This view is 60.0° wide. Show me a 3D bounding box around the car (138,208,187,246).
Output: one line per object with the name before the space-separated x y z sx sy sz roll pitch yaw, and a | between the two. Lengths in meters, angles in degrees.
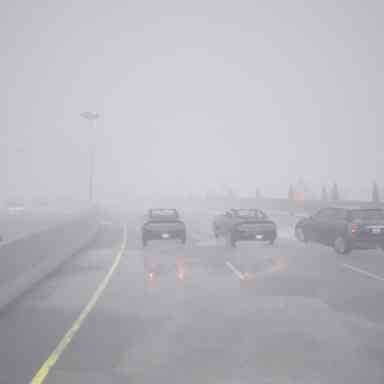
car | -1.403 1.488 15.380 2.128 1.511 4.902 0 0 -9

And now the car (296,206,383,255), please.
car | 5.957 1.324 13.332 2.097 1.767 4.553 0 0 -7

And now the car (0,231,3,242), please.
car | -8.016 1.587 10.944 1.994 1.385 4.181 0 0 -8

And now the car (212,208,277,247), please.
car | 2.185 1.476 14.992 2.128 1.511 4.902 0 0 -9

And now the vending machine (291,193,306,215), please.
vending machine | 10.146 1.142 31.762 1.100 2.100 0.880 0 0 -16

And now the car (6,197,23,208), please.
car | -27.241 1.562 51.054 2.128 1.511 4.902 0 0 -35

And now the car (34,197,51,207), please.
car | -23.127 1.559 51.220 1.837 1.490 4.892 0 0 -33
